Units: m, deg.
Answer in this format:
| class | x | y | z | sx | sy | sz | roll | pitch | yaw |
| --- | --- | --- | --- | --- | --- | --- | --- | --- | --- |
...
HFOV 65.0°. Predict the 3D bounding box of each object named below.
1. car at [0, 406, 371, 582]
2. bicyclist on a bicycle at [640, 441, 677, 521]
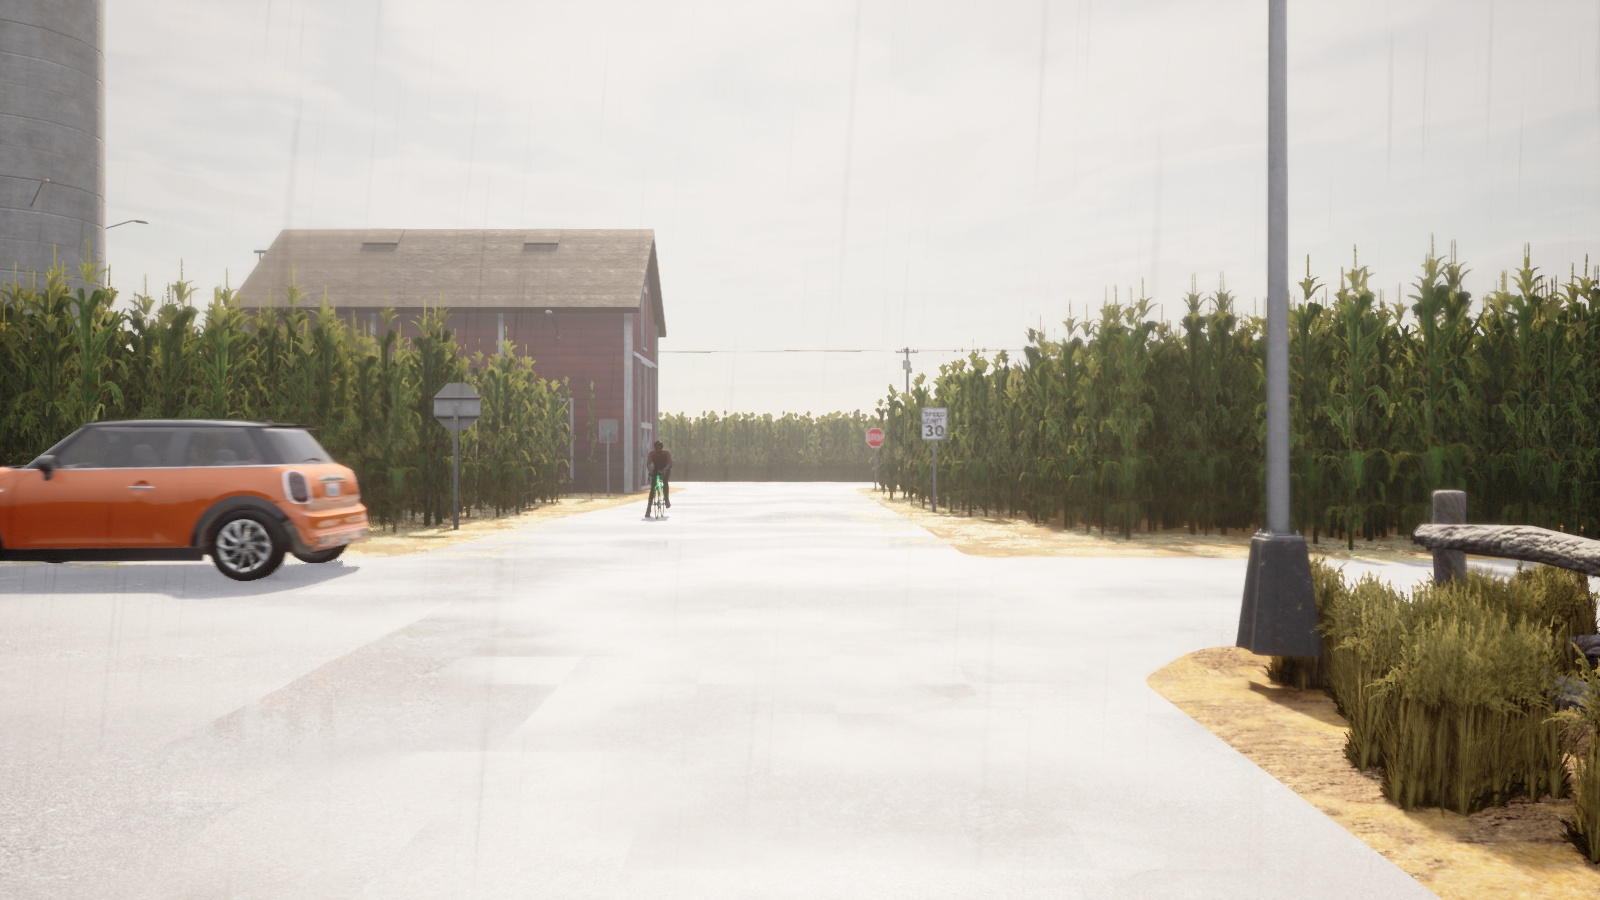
| class | x | y | z | sx | sy | sz | roll | pitch | yaw |
| --- | --- | --- | --- | --- | --- | --- | --- | --- | --- |
| car | -7.347 | 0.438 | 13.768 | 4.553 | 1.767 | 2.097 | 0 | 0 | 1 |
| bicyclist on a bicycle | -2.945 | 0.627 | 26.313 | 0.582 | 1.620 | 1.656 | 0 | 0 | 0 |
